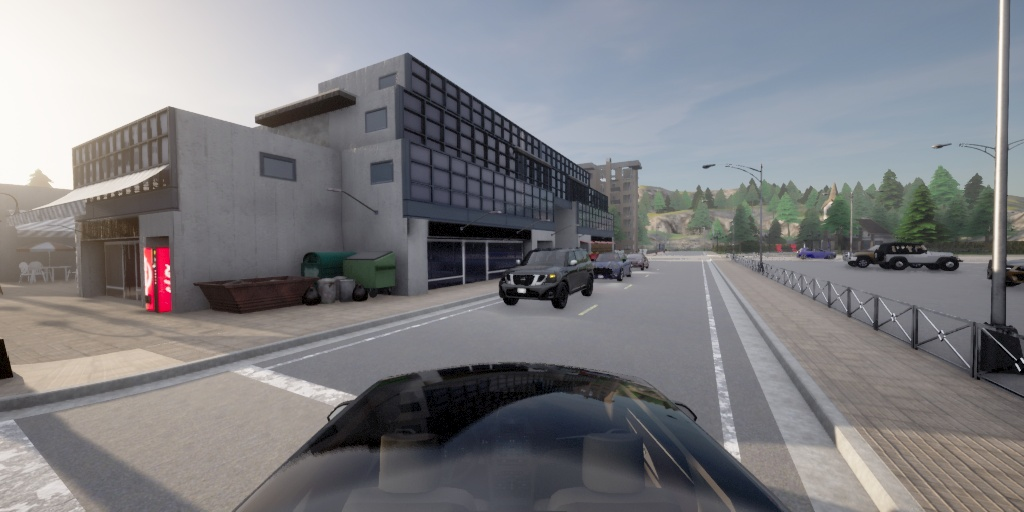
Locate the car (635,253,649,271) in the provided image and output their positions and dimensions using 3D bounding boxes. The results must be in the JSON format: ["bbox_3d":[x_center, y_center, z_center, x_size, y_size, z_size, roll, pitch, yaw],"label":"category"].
[{"bbox_3d":[10.922,0.454,31.713,1.812,1.442,4.674,0,2,28],"label":"car"}]

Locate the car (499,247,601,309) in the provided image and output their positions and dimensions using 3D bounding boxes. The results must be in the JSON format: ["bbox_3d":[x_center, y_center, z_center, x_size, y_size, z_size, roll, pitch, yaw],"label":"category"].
[{"bbox_3d":[1.589,0.690,13.947,2.150,2.045,5.566,0,1,28],"label":"car"}]

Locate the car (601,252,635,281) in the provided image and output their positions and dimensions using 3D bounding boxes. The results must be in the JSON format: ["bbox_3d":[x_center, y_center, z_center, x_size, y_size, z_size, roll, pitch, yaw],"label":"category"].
[{"bbox_3d":[6.161,0.555,22.656,2.097,1.767,4.553,0,2,28],"label":"car"}]
